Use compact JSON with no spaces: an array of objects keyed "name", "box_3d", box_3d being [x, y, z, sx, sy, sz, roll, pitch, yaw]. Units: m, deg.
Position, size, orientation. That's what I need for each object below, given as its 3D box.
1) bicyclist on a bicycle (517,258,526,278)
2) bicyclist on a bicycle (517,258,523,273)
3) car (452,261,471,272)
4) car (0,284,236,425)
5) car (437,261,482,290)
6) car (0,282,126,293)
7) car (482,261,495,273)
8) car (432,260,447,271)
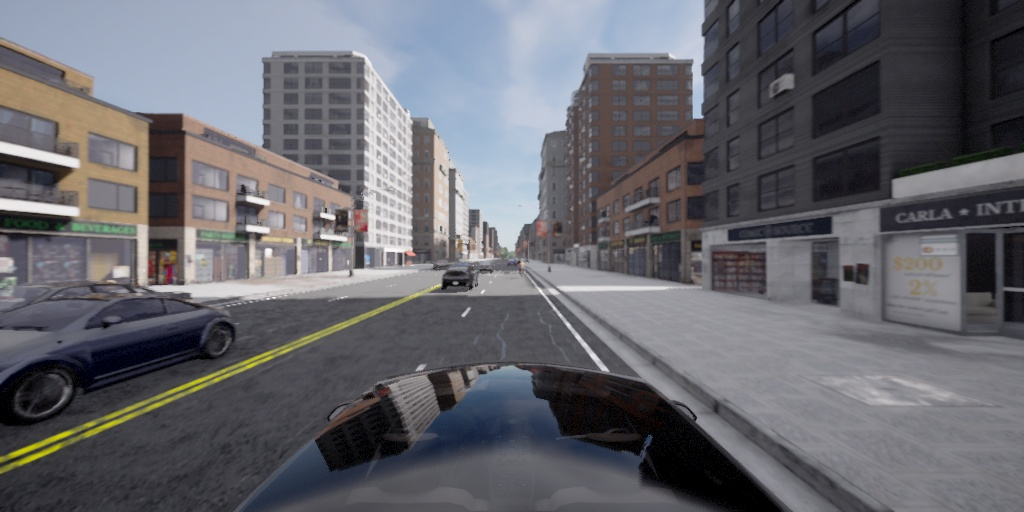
[{"name":"bicyclist on a bicycle","box_3d":[0.886,1.184,32.228,0.866,1.612,1.509,0,0,0]},{"name":"bicyclist on a bicycle","box_3d":[0.904,1.119,42.181,0.659,1.776,1.843,0,0,0]},{"name":"car","box_3d":[-6.565,1.349,47.115,1.895,1.301,4.718,0,0,0]},{"name":"car","box_3d":[-6.598,1.314,5.548,1.994,1.385,4.181,0,0,0]},{"name":"car","box_3d":[-3.146,1.253,22.425,1.837,1.490,4.892,0,0,0]},{"name":"car","box_3d":[-9.849,1.297,7.753,2.033,1.411,5.357,0,0,0]},{"name":"car","box_3d":[-3.136,1.296,43.292,2.033,1.411,5.357,0,0,0]},{"name":"car","box_3d":[-9.800,1.296,50.591,2.033,1.411,5.357,0,0,1]}]
